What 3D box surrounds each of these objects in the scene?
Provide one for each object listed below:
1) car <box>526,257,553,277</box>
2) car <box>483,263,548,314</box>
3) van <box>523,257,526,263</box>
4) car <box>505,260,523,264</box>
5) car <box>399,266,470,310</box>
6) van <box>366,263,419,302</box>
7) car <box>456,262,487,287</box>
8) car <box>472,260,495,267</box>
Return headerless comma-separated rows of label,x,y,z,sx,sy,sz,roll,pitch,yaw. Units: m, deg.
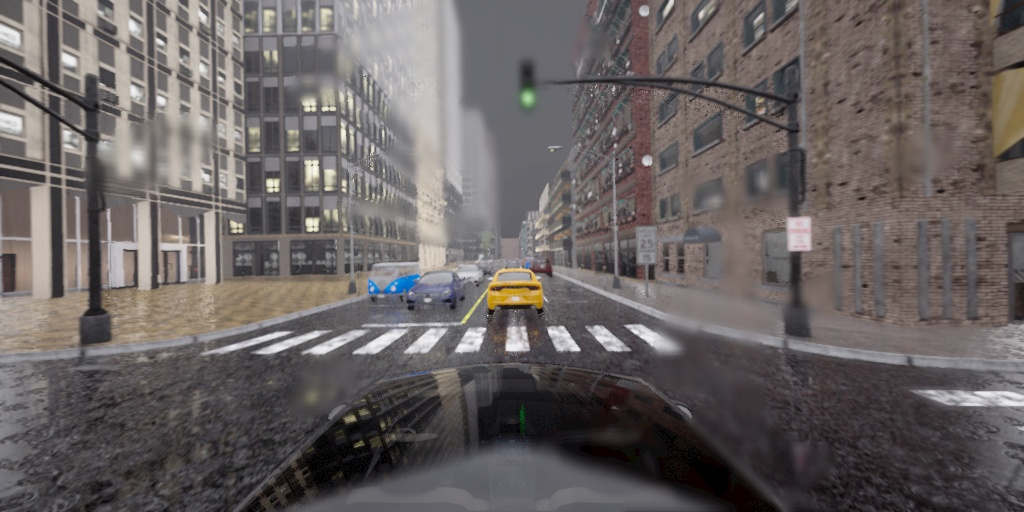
car,2.743,1.059,34.303,2.192,1.841,5.009,0,0,0
car,0.106,1.226,13.925,1.882,1.535,5.008,-1,0,0
van,2.773,1.128,50.955,1.690,1.789,3.998,0,0,0
car,0.066,1.397,47.150,1.994,1.385,4.181,-1,0,0
car,-3.072,1.343,15.281,1.812,1.442,4.674,-1,0,0
van,-5.665,1.217,17.663,1.690,1.789,3.998,0,0,0
car,-3.064,1.368,25.562,1.812,1.442,4.674,-1,0,0
car,-3.005,1.422,38.842,2.033,1.411,5.357,-1,0,0
